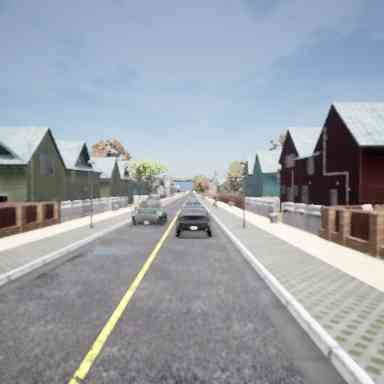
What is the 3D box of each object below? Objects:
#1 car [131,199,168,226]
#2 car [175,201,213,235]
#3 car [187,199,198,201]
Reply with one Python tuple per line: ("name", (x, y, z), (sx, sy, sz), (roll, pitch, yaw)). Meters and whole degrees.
("car", (-2.859, 1.343, 23.137), (2.097, 1.767, 4.553), (0, 0, 0))
("car", (0.091, 1.496, 18.579), (1.837, 1.490, 4.892), (0, 0, 0))
("car", (0.080, 1.538, 42.241), (2.033, 1.411, 5.357), (0, 0, 0))
